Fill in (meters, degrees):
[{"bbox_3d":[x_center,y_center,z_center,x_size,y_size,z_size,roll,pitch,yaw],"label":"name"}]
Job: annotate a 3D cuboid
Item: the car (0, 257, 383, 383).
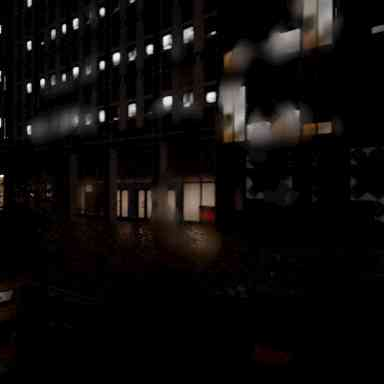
[{"bbox_3d":[-0.016,1.447,2.874,4.097,1.590,1.967,0,0,35],"label":"car"}]
